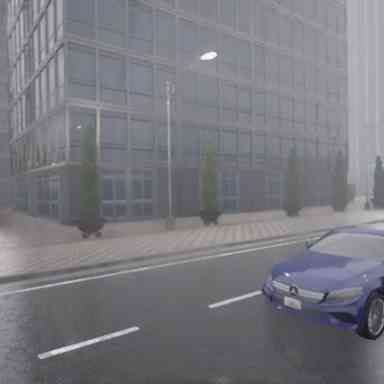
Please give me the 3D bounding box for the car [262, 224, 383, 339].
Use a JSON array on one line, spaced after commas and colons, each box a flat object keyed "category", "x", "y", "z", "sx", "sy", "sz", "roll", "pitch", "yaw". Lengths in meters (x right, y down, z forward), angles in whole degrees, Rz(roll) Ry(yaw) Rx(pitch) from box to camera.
[{"category": "car", "x": 3.401, "y": 1.403, "z": 6.509, "sx": 4.674, "sy": 1.442, "sz": 1.812, "roll": -1, "pitch": 1, "yaw": -37}]
